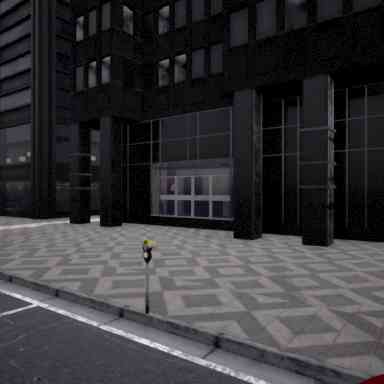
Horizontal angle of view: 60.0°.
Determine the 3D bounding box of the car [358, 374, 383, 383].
[{"bbox_3d":[2.762,1.545,0.989,4.507,1.381,1.887,0,0,36],"label":"car"}]
